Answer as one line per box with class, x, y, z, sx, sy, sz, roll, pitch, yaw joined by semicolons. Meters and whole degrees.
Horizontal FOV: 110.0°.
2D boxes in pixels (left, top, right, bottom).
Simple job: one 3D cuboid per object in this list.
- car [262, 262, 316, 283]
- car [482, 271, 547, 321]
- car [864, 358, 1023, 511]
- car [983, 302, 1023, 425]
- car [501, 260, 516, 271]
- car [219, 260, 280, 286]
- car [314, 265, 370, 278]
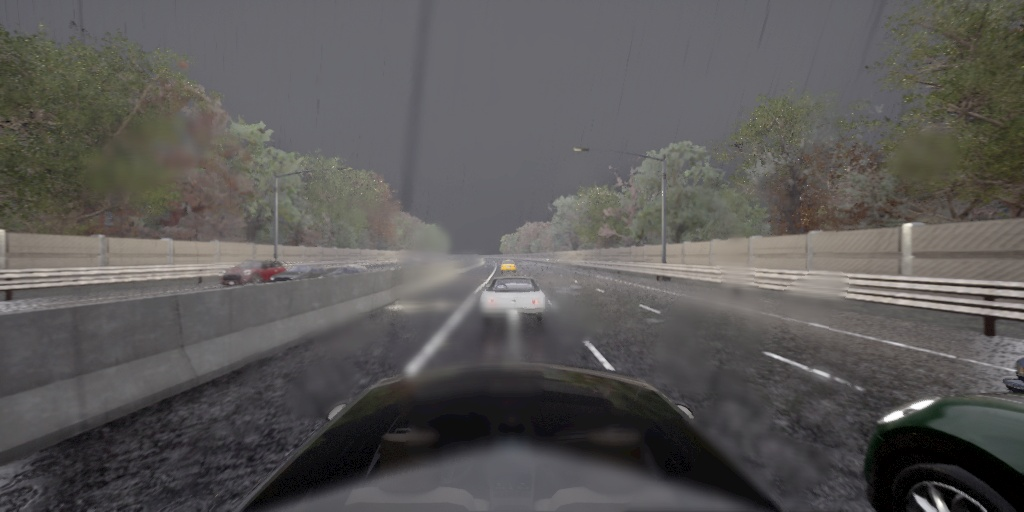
car;-14.271;1.306;24.826;2.033;1.411;5.357;0;0;-1
car;0.055;1.355;12.421;1.895;1.301;4.718;0;0;0
car;3.591;1.101;0.669;2.097;1.767;4.553;0;0;0
car;7.095;1.296;1.951;2.033;1.411;5.357;0;0;0
car;-0.448;1.223;44.669;1.801;1.575;5.366;0;0;-1
car;-17.772;1.111;24.945;2.097;1.767;4.553;0;0;-1
car;-10.755;1.359;23.744;1.895;1.301;4.718;0;0;-1
